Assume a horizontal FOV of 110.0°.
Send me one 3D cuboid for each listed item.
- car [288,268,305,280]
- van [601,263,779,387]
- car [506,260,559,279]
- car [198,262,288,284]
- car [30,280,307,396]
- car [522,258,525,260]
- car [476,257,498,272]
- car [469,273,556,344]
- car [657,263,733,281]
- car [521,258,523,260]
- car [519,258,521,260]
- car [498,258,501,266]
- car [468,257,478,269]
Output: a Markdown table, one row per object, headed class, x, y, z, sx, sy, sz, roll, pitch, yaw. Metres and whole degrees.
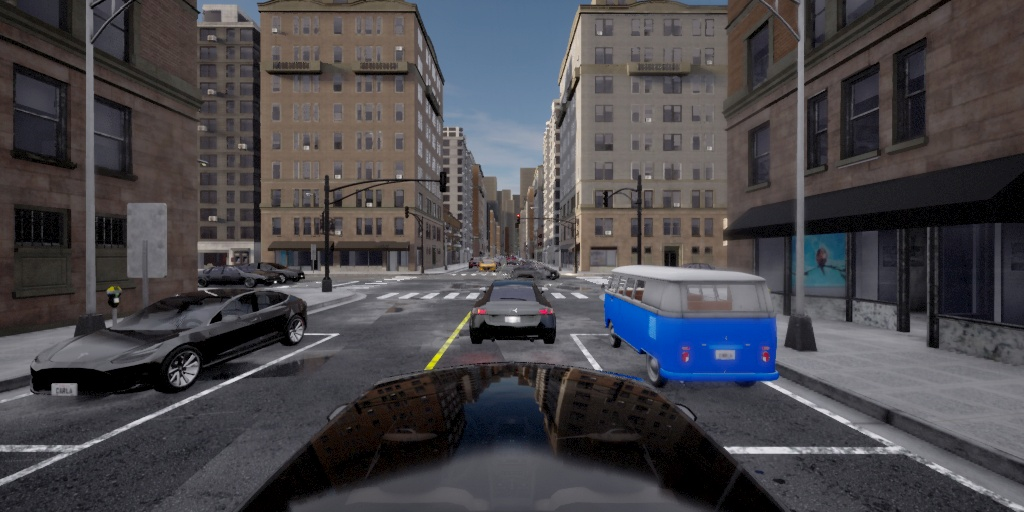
| class | x | y | z | sx | sy | sz | roll | pitch | yaw |
| --- | --- | --- | --- | --- | --- | --- | --- | --- | --- |
| car | -17.871 | 1.230 | 26.347 | 4.892 | 1.490 | 1.837 | 0 | 0 | 0 |
| van | 2.882 | 1.090 | 6.669 | 1.690 | 1.789 | 3.998 | 0 | 0 | 0 |
| car | 1.827 | 1.311 | 29.432 | 1.994 | 1.385 | 4.181 | 0 | 0 | -45 |
| car | -17.901 | 1.281 | 23.095 | 5.357 | 1.411 | 2.033 | 0 | 0 | 0 |
| car | -5.643 | 1.315 | 6.710 | 1.948 | 1.339 | 4.313 | 0 | 0 | 0 |
| car | 2.866 | 1.178 | 51.385 | 1.967 | 1.591 | 4.097 | 0 | 0 | 0 |
| car | -3.040 | 1.219 | 44.911 | 1.882 | 1.535 | 5.008 | 0 | 0 | 0 |
| car | 0.042 | 1.314 | 9.592 | 1.994 | 1.385 | 4.181 | 0 | 0 | 1 |
| car | 15.220 | 1.289 | 29.987 | 5.357 | 1.411 | 2.033 | 0 | 0 | 0 |
| car | 2.823 | 1.286 | 56.911 | 2.007 | 1.370 | 4.403 | 0 | 0 | 0 |
| car | 2.780 | 1.297 | 62.437 | 1.948 | 1.339 | 4.313 | 0 | 0 | 0 |
| car | -3.124 | 1.336 | 57.183 | 1.895 | 1.301 | 4.718 | 0 | 0 | 0 |
| car | -5.702 | 1.050 | 56.845 | 2.192 | 1.841 | 5.009 | 0 | 0 | 0 |
